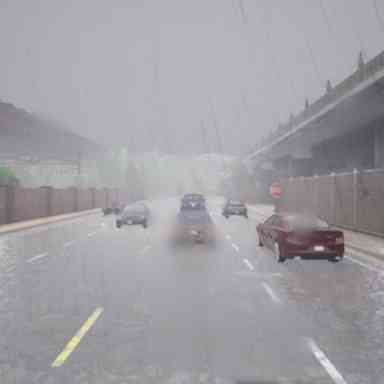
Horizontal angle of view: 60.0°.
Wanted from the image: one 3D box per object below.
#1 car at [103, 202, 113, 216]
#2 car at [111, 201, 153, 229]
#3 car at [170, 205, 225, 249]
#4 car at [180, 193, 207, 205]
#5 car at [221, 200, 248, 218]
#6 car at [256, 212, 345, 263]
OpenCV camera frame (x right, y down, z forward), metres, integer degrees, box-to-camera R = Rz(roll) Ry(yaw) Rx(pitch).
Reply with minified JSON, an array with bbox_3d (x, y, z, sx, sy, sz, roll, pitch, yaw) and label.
[{"bbox_3d":[-7.008,1.567,31.551,1.895,1.301,4.718,0,0,0],"label":"car"},{"bbox_3d":[-3.582,1.467,21.459,1.812,1.442,4.674,0,0,0],"label":"car"},{"bbox_3d":[0.081,1.508,14.335,2.033,1.411,5.357,0,0,1],"label":"car"},{"bbox_3d":[0.095,1.142,29.072,2.150,2.045,5.566,0,0,0],"label":"car"},{"bbox_3d":[3.595,1.412,28.753,2.128,1.511,4.902,0,0,0],"label":"car"},{"bbox_3d":[3.597,1.445,11.887,1.882,1.535,5.008,0,0,0],"label":"car"}]
